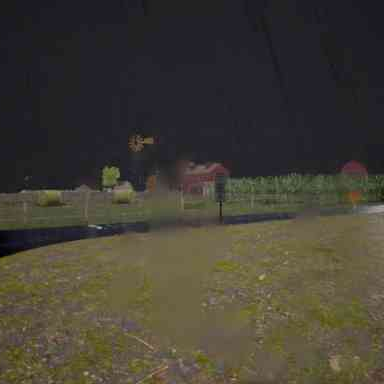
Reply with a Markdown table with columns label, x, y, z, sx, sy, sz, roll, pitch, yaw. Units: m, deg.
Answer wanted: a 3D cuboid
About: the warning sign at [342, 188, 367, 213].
| label | x | y | z | sx | sy | sz | roll | pitch | yaw |
| --- | --- | --- | --- | --- | --- | --- | --- | --- | --- |
| warning sign | 12.341 | 0.628 | 25.226 | 1.060 | 1.860 | 1.300 | 0 | -1 | -34 |
